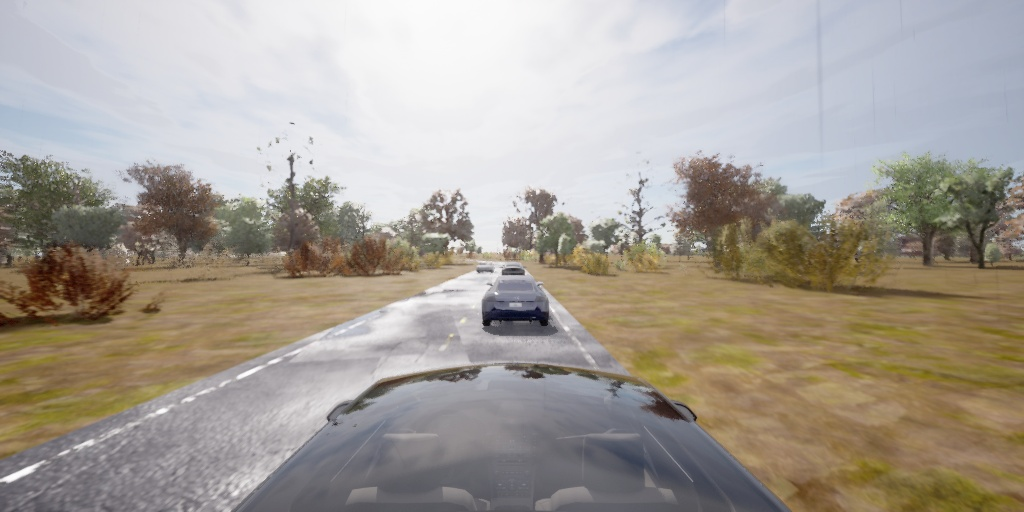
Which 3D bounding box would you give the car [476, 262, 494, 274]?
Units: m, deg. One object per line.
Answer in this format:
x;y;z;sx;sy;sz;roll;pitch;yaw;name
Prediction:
-3.070;1.344;41.530;1.895;1.301;4.718;0;0;0;car

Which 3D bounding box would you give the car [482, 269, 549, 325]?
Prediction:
0.098;1.315;11.853;1.994;1.385;4.181;0;0;0;car

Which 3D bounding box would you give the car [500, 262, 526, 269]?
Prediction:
0.098;1.253;29.408;1.837;1.490;4.892;0;0;0;car
